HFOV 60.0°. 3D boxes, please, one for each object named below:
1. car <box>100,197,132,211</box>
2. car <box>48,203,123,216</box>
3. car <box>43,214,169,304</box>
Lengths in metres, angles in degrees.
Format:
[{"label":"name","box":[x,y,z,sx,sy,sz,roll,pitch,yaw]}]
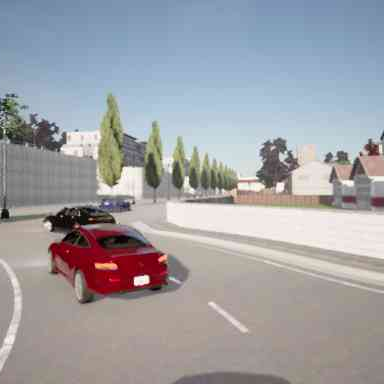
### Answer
[{"label":"car","box":[-8.262,1.303,36.106,2.097,1.767,4.553,0,0,13]},{"label":"car","box":[-6.115,1.483,17.793,4.892,1.490,1.837,0,-1,40]},{"label":"car","box":[-2.244,1.515,8.232,1.812,1.442,4.674,0,0,-34]}]
